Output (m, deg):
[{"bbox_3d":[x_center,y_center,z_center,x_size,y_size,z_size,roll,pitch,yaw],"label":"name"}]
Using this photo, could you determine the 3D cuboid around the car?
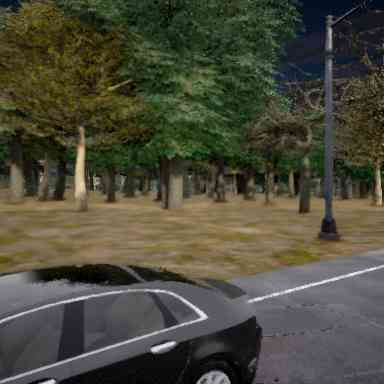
[{"bbox_3d":[-1.491,1.507,2.930,4.892,1.490,1.837,1,0,-35],"label":"car"}]
